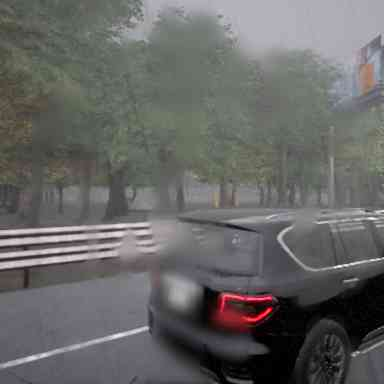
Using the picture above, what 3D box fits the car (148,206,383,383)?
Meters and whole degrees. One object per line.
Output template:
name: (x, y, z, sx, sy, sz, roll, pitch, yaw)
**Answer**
car: (2.039, 1.234, 5.183, 5.566, 2.045, 2.150, 0, 0, -36)
